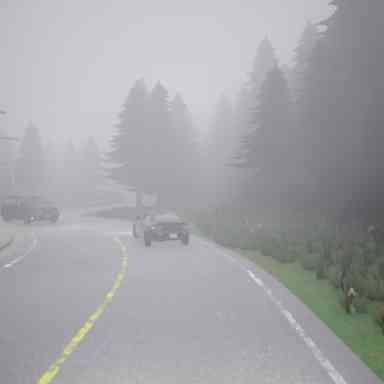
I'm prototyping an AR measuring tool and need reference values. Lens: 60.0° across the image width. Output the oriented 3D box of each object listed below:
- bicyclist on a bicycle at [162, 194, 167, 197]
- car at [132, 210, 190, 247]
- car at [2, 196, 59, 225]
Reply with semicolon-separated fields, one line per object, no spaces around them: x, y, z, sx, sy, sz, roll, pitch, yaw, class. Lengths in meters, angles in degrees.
-3.962;0.892;46.074;1.656;1.620;0.582;-11;0;19;bicyclist on a bicycle
-1.476;1.532;15.097;1.812;1.442;4.674;0;0;-19;car
-12.014;1.329;24.576;5.566;2.045;2.150;0;0;40;car
